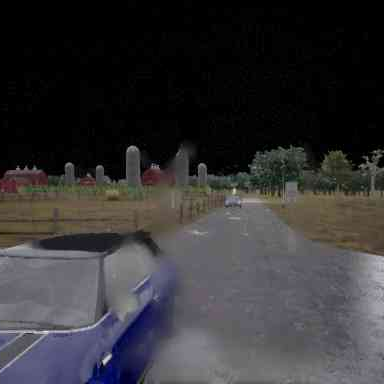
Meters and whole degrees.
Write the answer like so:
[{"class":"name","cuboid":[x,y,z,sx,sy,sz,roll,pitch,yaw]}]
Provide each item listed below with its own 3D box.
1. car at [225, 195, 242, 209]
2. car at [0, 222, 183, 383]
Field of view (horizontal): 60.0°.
[{"class":"car","cuboid":[5.704,1.278,45.316,2.097,1.767,4.553,0,0,10]},{"class":"car","cuboid":[-1.501,1.355,3.762,2.097,1.767,4.553,0,0,10]}]
